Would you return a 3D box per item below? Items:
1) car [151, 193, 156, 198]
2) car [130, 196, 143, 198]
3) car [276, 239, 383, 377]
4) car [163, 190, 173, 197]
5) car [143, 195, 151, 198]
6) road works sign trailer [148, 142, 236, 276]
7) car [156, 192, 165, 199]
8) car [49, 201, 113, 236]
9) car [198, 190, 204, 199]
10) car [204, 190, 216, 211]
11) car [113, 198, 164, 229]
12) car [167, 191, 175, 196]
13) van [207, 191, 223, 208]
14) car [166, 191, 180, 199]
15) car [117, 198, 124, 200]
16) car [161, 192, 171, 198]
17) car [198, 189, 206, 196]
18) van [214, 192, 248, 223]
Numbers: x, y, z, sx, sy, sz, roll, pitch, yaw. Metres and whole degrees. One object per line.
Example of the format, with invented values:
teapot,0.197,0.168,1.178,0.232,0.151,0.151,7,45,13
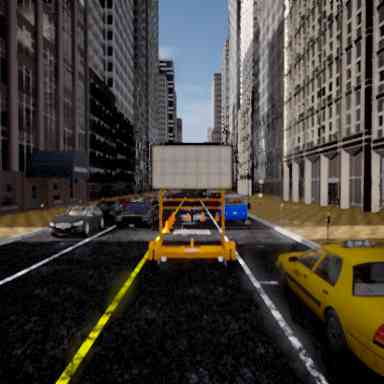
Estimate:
car,-5.691,1.079,39.582,1.802,1.307,4.206,-1,1,0
car,-5.693,1.186,28.215,1.887,1.381,4.507,-1,1,0
car,2.684,1.452,5.650,1.752,1.417,4.829,-1,1,0
car,-5.686,0.433,79.362,1.967,1.590,4.097,-1,1,0
car,-5.693,1.120,33.898,2.008,1.369,4.403,-1,1,0
road works sign trailer,0.003,0.338,9.866,2.380,3.560,2.880,0,1,0
car,-5.690,0.904,50.948,2.008,1.369,4.403,-1,1,0
car,-5.695,1.336,16.848,2.008,1.369,4.403,-1,1,0
car,2.693,0.760,62.312,2.008,1.369,4.403,-1,1,0
car,2.686,0.884,33.894,2.192,1.841,5.009,-1,1,0
car,-3.098,1.296,19.718,2.033,1.411,5.357,0,1,0
car,-5.683,0.375,90.560,1.752,1.417,4.829,-1,1,0
van,2.687,0.839,39.577,1.690,1.788,3.998,-1,1,0
car,-2.990,0.387,60.463,2.033,1.411,5.357,0,1,0
car,-5.694,1.279,22.532,1.947,1.339,4.313,-1,1,0
car,-5.686,0.647,73.680,1.802,1.307,4.206,-1,1,0
car,2.695,0.163,90.726,2.192,1.841,5.009,-1,1,0
van,2.684,1.054,22.528,1.690,1.788,3.998,-1,1,0
